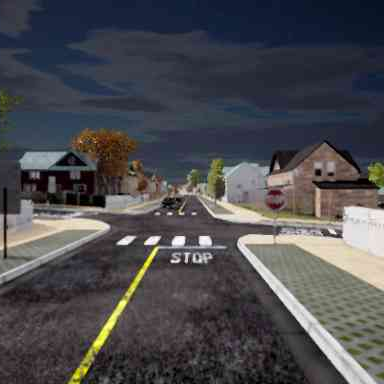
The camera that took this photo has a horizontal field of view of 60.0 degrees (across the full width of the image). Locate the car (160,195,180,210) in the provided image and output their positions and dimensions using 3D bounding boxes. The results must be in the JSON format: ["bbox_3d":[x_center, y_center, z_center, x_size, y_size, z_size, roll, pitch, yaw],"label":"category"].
[{"bbox_3d":[-2.745,1.412,40.177,1.837,1.490,4.892,0,2,0],"label":"car"}]

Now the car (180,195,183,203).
[{"bbox_3d":[-2.741,1.347,64.454,1.994,1.385,4.181,0,0,0],"label":"car"}]
